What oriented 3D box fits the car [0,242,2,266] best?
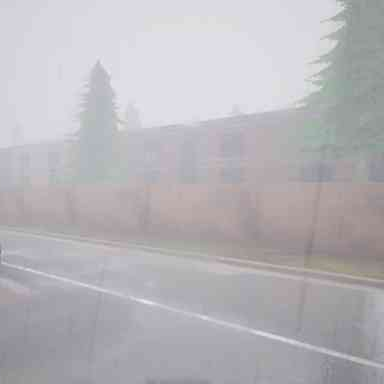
[{"bbox_3d":[-6.994,1.411,8.987,4.892,1.490,1.837,1,0,36],"label":"car"}]
